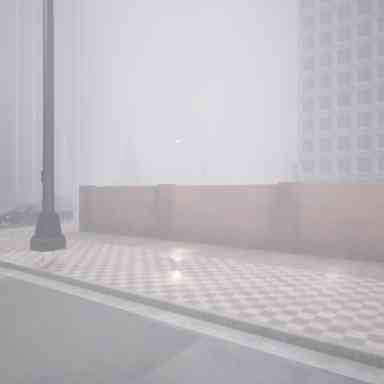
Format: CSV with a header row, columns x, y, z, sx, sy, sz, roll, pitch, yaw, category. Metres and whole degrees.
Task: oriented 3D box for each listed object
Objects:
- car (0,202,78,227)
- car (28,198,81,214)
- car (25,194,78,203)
x,y,z,sx,sy,sz,roll,pitch,yaw,category
-10.650,1.601,22.988,1.895,1.301,4.718,0,0,35,car
-14.696,1.478,35.842,1.882,1.535,5.008,0,0,35,car
-13.736,1.221,31.121,2.150,2.045,5.566,0,0,35,car
